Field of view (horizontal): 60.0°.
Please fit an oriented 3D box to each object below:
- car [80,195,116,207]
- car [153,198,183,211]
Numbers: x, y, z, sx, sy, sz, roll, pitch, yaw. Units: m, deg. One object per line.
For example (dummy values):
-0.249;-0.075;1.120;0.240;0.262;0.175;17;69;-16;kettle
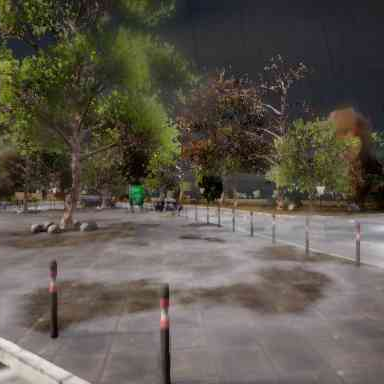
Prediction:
-12.421;1.144;44.059;4.553;1.767;2.097;-1;0;-7;car
-2.718;1.363;37.145;1.994;1.385;4.181;0;0;-31;car
